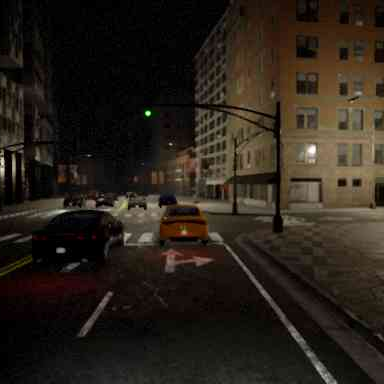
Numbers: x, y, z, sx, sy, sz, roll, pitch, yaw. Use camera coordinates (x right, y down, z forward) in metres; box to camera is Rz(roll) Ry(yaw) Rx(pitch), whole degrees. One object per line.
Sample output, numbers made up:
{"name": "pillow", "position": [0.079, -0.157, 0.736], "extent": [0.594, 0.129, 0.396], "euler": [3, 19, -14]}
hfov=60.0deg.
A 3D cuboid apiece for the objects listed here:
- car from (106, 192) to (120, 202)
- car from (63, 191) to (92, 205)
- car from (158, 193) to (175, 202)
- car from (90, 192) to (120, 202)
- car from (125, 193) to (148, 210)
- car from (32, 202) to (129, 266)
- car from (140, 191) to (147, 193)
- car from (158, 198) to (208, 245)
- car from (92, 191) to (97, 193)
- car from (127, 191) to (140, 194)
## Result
{"name": "car", "position": [-12.398, 0.772, 52.560], "extent": [2.033, 1.411, 5.357], "euler": [0, 1, -12]}
{"name": "car", "position": [-12.668, 0.957, 36.143], "extent": [2.128, 1.511, 4.902], "euler": [0, 1, -9]}
{"name": "car", "position": [-2.859, 0.902, 37.835], "extent": [1.882, 1.535, 5.008], "euler": [0, 1, -9]}
{"name": "car", "position": [-9.412, 1.003, 36.448], "extent": [2.033, 1.411, 5.357], "euler": [0, 1, -9]}
{"name": "car", "position": [-5.601, 1.083, 34.299], "extent": [1.895, 1.301, 4.718], "euler": [0, 1, -8]}
{"name": "car", "position": [-3.485, 1.310, 11.017], "extent": [1.882, 1.535, 5.008], "euler": [0, 1, -3]}
{"name": "car", "position": [-10.784, 0.460, 72.453], "extent": [1.812, 1.442, 4.674], "euler": [0, 1, -16]}
{"name": "car", "position": [-0.406, 1.255, 14.446], "extent": [1.882, 1.535, 5.008], "euler": [0, 1, -3]}
{"name": "car", "position": [-15.835, 0.577, 52.997], "extent": [2.097, 1.767, 4.553], "euler": [0, 1, -12]}
{"name": "car", "position": [-11.593, 0.669, 63.345], "extent": [1.895, 1.301, 4.718], "euler": [0, 1, -16]}
